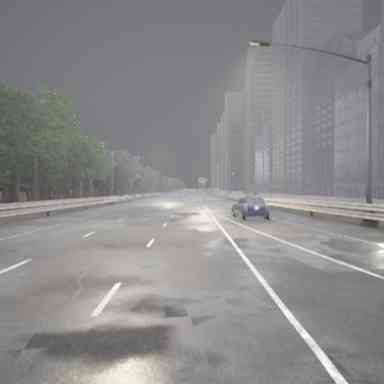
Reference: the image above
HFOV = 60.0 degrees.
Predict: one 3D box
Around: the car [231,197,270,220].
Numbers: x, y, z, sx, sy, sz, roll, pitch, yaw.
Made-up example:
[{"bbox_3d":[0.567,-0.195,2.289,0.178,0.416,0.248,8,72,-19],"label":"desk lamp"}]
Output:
[{"bbox_3d":[4.481,1.182,26.128,2.097,1.767,4.553,0,0,-5],"label":"car"}]
